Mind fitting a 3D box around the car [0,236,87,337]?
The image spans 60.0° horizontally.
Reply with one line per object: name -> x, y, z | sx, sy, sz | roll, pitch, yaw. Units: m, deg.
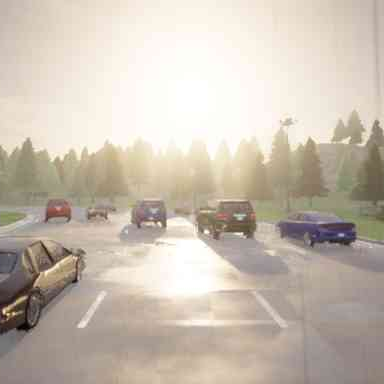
car -> -3.674, 1.641, 6.910 | 2.033, 1.411, 5.357 | 0, -1, -5

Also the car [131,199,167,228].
car -> -3.352, 1.534, 25.411 | 2.150, 2.045, 5.566 | 0, -1, -16

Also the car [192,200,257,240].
car -> 1.783, 1.441, 18.813 | 2.150, 2.045, 5.566 | 0, -1, -12

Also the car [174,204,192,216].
car -> -0.684, 2.034, 39.021 | 1.994, 1.385, 4.181 | 0, -1, -23

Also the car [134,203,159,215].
car -> -5.828, 2.083, 42.025 | 1.994, 1.385, 4.181 | 0, -1, -25

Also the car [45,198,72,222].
car -> -12.408, 1.623, 30.941 | 2.150, 2.045, 5.566 | 1, -1, -21

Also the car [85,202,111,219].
car -> -9.829, 2.034, 33.930 | 1.895, 1.301, 4.718 | 0, -1, -22

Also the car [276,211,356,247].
car -> 5.729, 1.657, 16.054 | 1.882, 1.535, 5.008 | 0, -1, -9

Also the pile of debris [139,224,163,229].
pile of debris -> -2.930, 2.467, 23.592 | 1.500, 0.140, 1.860 | 0, -1, -14

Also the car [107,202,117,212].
car -> -12.364, 2.143, 46.922 | 2.033, 1.411, 5.357 | 0, -1, -36
